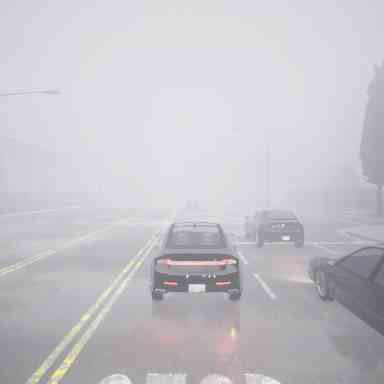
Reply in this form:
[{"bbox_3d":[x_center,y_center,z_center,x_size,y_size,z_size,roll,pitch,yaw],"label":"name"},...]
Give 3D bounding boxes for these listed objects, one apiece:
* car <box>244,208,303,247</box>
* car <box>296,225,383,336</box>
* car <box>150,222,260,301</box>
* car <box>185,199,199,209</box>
[{"bbox_3d":[3.565,1.505,15.035,1.837,1.490,4.892,0,0,0],"label":"car"},{"bbox_3d":[3.588,1.547,5.288,2.033,1.411,5.357,0,0,0],"label":"car"},{"bbox_3d":[0.081,1.492,8.334,2.128,1.511,4.902,0,0,0],"label":"car"},{"bbox_3d":[0.001,1.601,44.150,1.895,1.301,4.718,0,0,0],"label":"car"}]
